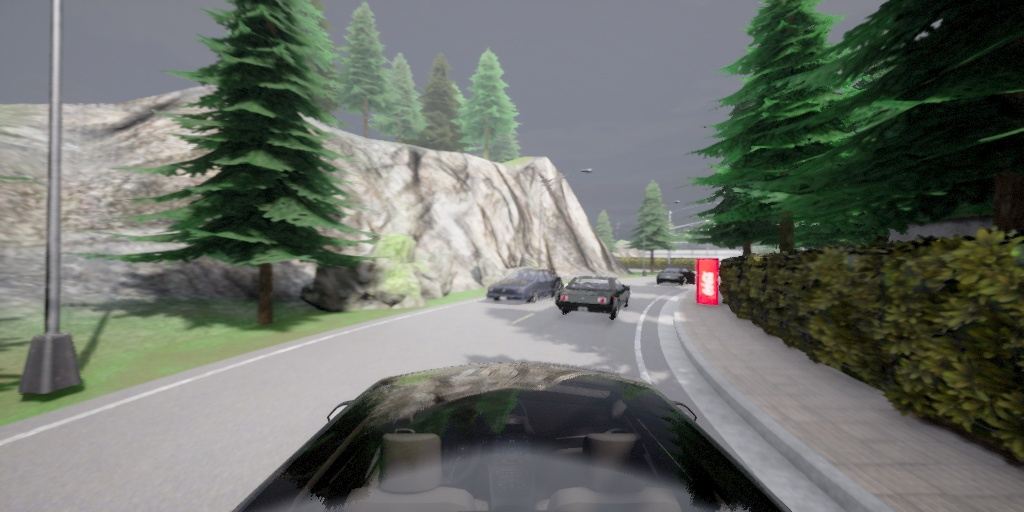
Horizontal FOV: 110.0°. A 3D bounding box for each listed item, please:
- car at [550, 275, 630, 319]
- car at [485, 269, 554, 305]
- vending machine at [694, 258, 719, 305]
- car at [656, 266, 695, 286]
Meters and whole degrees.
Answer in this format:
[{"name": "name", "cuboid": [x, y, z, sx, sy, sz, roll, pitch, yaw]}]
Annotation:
[{"name": "car", "cuboid": [3.172, 1.395, 13.240, 1.895, 1.301, 4.718, 1, 0, 25]}, {"name": "car", "cuboid": [0.813, 1.305, 16.665, 2.033, 1.411, 5.357, 1, 0, 26]}, {"name": "vending machine", "cuboid": [8.171, 1.065, 15.026, 1.100, 2.100, 0.880, 0, 0, 28]}, {"name": "car", "cuboid": [12.748, 1.498, 27.696, 1.994, 1.385, 4.181, 1, 0, 41]}]
